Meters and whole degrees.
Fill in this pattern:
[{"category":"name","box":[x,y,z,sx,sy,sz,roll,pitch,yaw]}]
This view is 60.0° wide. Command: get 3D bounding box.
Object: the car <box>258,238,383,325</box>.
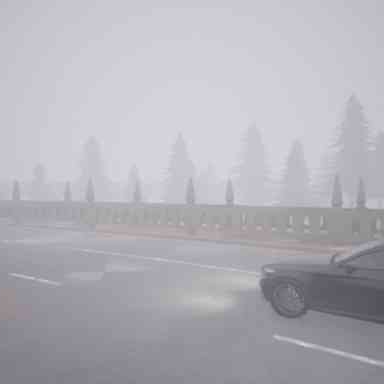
[{"category":"car","box":[3.455,1.497,5.628,4.674,1.442,1.812,0,0,35]}]
